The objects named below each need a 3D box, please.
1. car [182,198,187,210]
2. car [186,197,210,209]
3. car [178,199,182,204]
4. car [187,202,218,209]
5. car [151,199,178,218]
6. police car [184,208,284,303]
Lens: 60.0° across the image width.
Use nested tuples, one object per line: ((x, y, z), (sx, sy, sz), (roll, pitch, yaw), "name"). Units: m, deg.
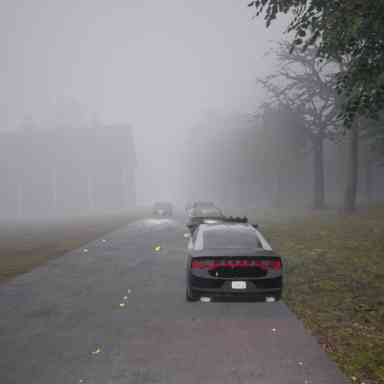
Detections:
((0.025, 1.827, 45.697), (2.033, 1.411, 5.357), (0, -1, 1), "car")
((0.822, 1.447, 24.300), (2.097, 1.767, 4.553), (0, 0, 0), "car")
((-2.754, 2.288, 77.740), (2.033, 1.411, 5.357), (0, -1, 0), "car")
((0.824, 1.532, 18.327), (1.882, 1.535, 5.008), (0, 0, 0), "car")
((-2.852, 1.657, 32.682), (2.128, 1.511, 4.902), (0, 0, 0), "car")
((0.824, 1.437, 8.434), (1.930, 1.638, 5.238), (0, 0, 0), "police car")
